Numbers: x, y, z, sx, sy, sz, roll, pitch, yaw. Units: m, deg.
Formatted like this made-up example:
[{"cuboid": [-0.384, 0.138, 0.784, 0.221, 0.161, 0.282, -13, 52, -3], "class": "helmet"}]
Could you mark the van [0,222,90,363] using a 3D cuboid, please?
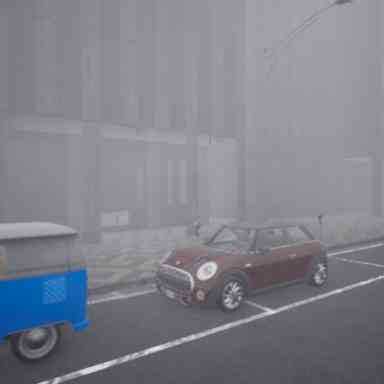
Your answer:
[{"cuboid": [-3.375, 1.343, 4.244, 3.998, 1.788, 1.690, 0, 0, -36], "class": "van"}]

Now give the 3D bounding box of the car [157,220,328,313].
[{"cuboid": [1.211, 1.417, 7.523, 4.097, 1.590, 1.967, 0, 0, -36], "class": "car"}]
